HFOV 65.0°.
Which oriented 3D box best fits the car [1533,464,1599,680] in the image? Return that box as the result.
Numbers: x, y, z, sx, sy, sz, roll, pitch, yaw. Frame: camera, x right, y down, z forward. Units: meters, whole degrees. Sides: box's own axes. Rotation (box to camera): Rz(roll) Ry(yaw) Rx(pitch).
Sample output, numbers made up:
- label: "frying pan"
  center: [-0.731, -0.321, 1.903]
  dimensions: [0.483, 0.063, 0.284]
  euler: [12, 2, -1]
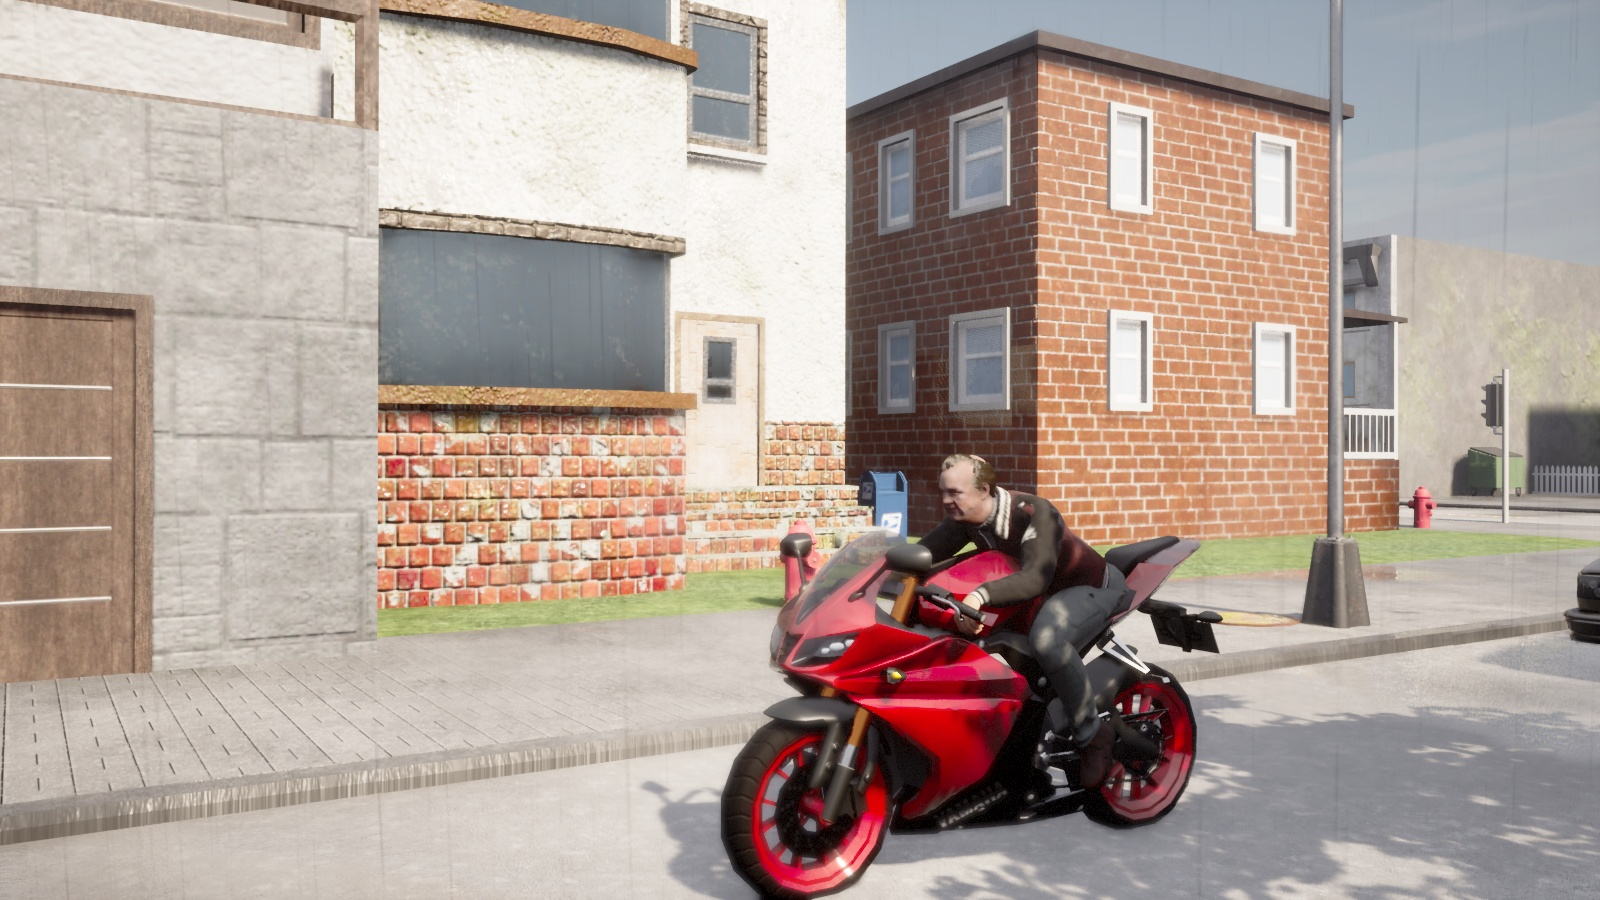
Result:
- label: "car"
  center: [7.835, 0.799, 9.134]
  dimensions: [5.357, 1.411, 2.033]
  euler: [0, 0, -32]

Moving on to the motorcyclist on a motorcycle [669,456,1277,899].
- label: "motorcyclist on a motorcycle"
  center: [0.695, 0.790, 4.677]
  dimensions: [2.191, 1.530, 0.866]
  euler: [0, 0, -32]
